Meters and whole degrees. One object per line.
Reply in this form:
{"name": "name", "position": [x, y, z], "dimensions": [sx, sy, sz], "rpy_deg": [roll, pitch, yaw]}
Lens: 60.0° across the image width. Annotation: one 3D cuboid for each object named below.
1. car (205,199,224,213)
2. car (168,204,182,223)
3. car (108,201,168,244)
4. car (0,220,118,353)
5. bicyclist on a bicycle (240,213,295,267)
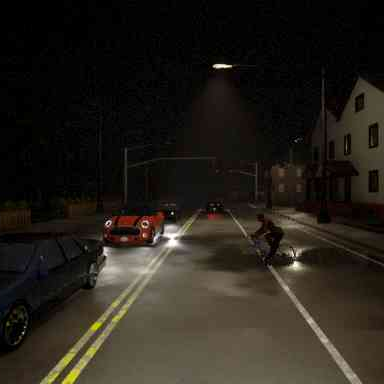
{"name": "car", "position": [2.479, 1.505, 36.442], "dimensions": [1.837, 1.490, 4.892], "rpy_deg": [0, 0, 4]}
{"name": "car", "position": [-1.946, 1.601, 25.727], "dimensions": [1.895, 1.301, 4.718], "rpy_deg": [0, 0, 4]}
{"name": "car", "position": [-2.624, 1.352, 15.889], "dimensions": [2.097, 1.767, 4.553], "rpy_deg": [0, 0, 4]}
{"name": "car", "position": [-3.266, 1.547, 6.456], "dimensions": [2.033, 1.411, 5.357], "rpy_deg": [0, 0, 4]}
{"name": "bicyclist on a bicycle", "position": [2.246, 1.453, 9.993], "dimensions": [1.656, 1.620, 0.582], "rpy_deg": [-2, 0, 4]}
